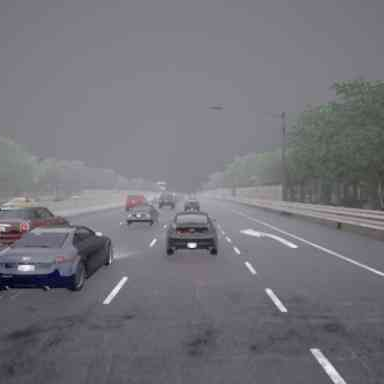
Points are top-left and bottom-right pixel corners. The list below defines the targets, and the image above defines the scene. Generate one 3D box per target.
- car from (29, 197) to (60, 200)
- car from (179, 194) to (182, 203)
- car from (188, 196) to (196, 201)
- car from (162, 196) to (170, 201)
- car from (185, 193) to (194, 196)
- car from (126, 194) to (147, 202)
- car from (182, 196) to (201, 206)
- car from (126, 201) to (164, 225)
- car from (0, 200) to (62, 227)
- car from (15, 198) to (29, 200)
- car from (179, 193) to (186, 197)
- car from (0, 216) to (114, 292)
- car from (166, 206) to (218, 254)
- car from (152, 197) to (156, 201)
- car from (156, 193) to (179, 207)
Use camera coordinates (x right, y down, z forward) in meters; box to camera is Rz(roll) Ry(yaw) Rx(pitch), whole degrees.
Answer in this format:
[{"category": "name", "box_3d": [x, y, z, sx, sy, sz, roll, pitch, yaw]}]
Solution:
[{"category": "car", "box_3d": [-17.551, 1.447, 40.779, 2.097, 1.767, 4.553, 0, 0, 0]}, {"category": "car", "box_3d": [-3.485, 1.630, 67.514, 1.812, 1.442, 4.674, 0, 0, 0]}, {"category": "car", "box_3d": [0.019, 1.657, 85.644, 1.994, 1.385, 4.181, 0, 0, 0]}, {"category": "car", "box_3d": [-6.980, 1.659, 89.658, 1.994, 1.385, 4.181, 0, 0, 0]}, {"category": "car", "box_3d": [0.014, 1.596, 67.521, 2.128, 1.511, 4.902, 0, 0, 0]}, {"category": "car", "box_3d": [-6.991, 1.319, 42.392, 2.150, 2.045, 5.566, 0, 0, 0]}, {"category": "car", "box_3d": [0.007, 1.600, 40.533, 1.837, 1.490, 4.892, 0, 0, 0]}, {"category": "car", "box_3d": [-3.494, 1.610, 24.335, 2.033, 1.411, 5.357, 0, 0, 0]}, {"category": "car", "box_3d": [-6.997, 1.386, 14.385, 2.097, 1.767, 4.553, 0, 0, 0]}, {"category": "car", "box_3d": [-21.047, 1.573, 40.884, 1.882, 1.535, 5.008, 0, 0, 0]}, {"category": "car", "box_3d": [-3.480, 1.332, 91.709, 2.150, 2.045, 5.566, 0, 0, 0]}, {"category": "car", "box_3d": [-3.498, 1.583, 9.036, 1.994, 1.385, 4.181, 0, 0, 0]}, {"category": "car", "box_3d": [0.002, 1.538, 13.547, 1.837, 1.490, 4.892, 0, 0, 0]}, {"category": "car", "box_3d": [-6.986, 1.669, 67.503, 1.994, 1.385, 4.181, 0, 0, 0]}, {"category": "car", "box_3d": [-3.490, 1.323, 47.788, 2.150, 2.045, 5.566, 0, 0, 0]}]
